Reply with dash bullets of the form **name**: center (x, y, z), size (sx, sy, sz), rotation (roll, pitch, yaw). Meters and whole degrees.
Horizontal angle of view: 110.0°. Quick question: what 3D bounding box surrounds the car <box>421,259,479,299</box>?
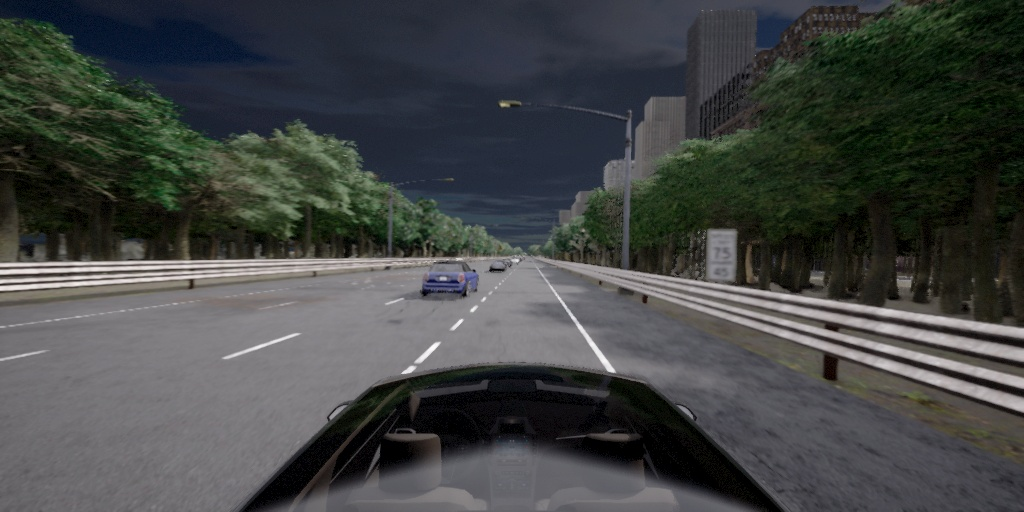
- **car**: center (-2.931, 1.028, 17.941), size (2.097, 1.767, 4.553), rotation (1, 0, 3)

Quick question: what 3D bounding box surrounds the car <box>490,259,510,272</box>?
- **car**: center (-1.661, 1.272, 45.085), size (1.994, 1.385, 4.181), rotation (1, 0, 3)

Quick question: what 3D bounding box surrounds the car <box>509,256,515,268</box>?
- **car**: center (-0.913, 1.263, 61.065), size (1.812, 1.442, 4.674), rotation (1, 0, 3)
